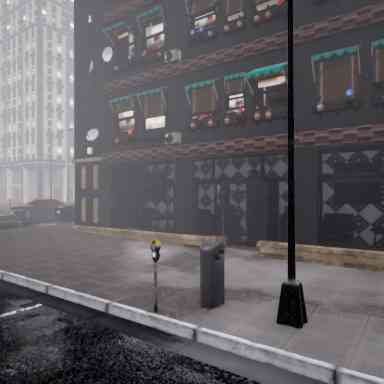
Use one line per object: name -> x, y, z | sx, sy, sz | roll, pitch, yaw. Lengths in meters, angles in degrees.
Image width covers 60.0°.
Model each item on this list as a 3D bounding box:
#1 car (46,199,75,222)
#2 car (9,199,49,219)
car -> -7.274, 1.279, 22.840 | 1.947, 1.339, 4.313 | 1, 1, 35
car -> -11.911, 1.262, 26.331 | 1.812, 1.442, 4.674 | 0, 1, 35
